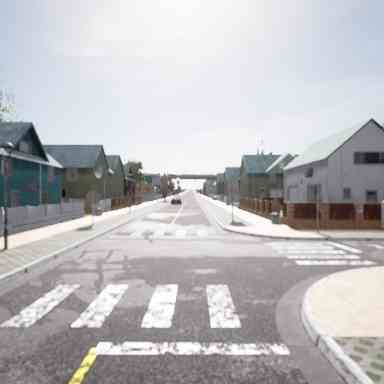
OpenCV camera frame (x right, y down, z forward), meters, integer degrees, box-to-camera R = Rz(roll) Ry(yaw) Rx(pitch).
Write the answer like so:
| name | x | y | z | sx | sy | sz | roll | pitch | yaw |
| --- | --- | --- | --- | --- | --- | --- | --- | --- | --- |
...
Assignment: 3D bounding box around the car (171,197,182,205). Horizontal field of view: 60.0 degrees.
| name | x | y | z | sx | sy | sz | roll | pitch | yaw |
| --- | --- | --- | --- | --- | --- | --- | --- | --- | --- |
| car | -2.830 | 1.582 | 60.504 | 1.895 | 1.301 | 4.718 | 0 | 0 | 0 |
